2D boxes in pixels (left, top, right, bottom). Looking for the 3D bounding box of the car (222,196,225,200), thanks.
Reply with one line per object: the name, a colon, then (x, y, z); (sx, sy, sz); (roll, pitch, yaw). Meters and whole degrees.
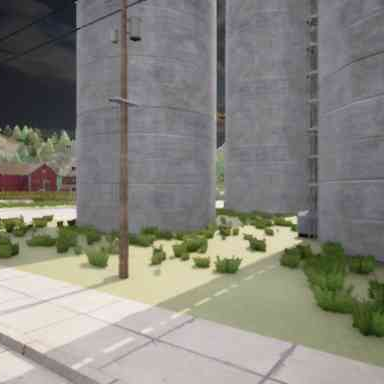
car: (8.886, 1.440, 74.979); (4.193, 1.474, 1.816); (0, 0, 35)
